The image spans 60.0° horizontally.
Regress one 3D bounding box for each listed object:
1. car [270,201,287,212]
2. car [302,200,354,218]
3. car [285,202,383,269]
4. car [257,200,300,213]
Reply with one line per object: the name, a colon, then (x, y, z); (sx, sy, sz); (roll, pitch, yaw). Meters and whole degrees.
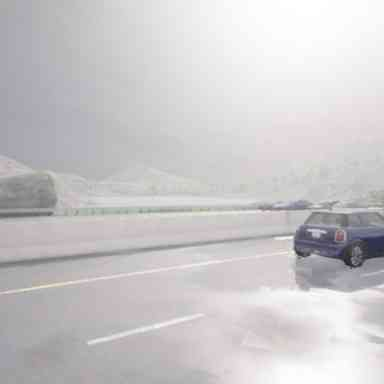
car: (10.647, 1.514, 34.455); (5.008, 1.535, 1.882); (0, 0, -26)
car: (12.988, 1.550, 31.714); (4.892, 1.490, 1.837); (0, 0, -26)
car: (5.680, 1.370, 11.466); (4.553, 1.767, 2.097); (0, 0, -32)
car: (9.877, 1.634, 38.002); (4.718, 1.301, 1.895); (0, 0, -26)
